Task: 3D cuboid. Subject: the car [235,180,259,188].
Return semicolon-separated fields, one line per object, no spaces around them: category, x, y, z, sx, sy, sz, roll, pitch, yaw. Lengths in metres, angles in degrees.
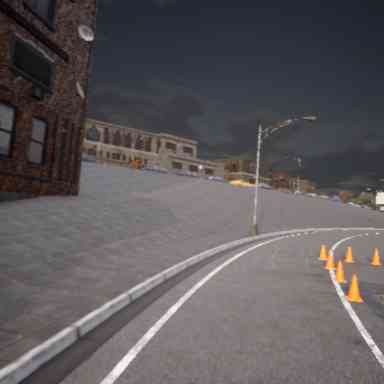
car;8.578;-1.219;57.165;5.008;1.535;2.097;7;-5;-36

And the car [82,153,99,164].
car;-13.948;-4.064;41.552;4.553;1.767;2.185;7;-5;-34

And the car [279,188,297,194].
car;17.356;-0.027;64.102;4.792;1.488;2.163;8;-6;-39

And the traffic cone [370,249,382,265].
traffic cone;7.379;2.587;13.309;0.340;0.580;0.340;3;-1;15

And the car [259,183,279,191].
car;12.939;-0.774;60.529;4.553;1.767;2.185;7;-5;-37

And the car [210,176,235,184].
car;4.132;-1.750;53.888;4.674;1.452;2.002;7;-5;-35

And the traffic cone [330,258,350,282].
traffic cone;4.426;2.364;9.959;0.340;0.580;0.340;3;-1;15

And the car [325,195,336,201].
car;29.741;1.565;75.003;4.553;1.767;2.185;8;-6;-42

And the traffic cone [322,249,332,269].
traffic cone;4.939;2.430;11.891;0.340;0.580;0.340;3;-1;15

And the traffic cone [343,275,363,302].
traffic cone;3.913;2.301;8.027;0.340;0.580;0.340;3;-1;15

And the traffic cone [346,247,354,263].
traffic cone;6.412;2.544;13.564;0.340;0.580;0.340;3;-1;16

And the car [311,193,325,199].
car;25.608;1.083;71.199;4.892;1.521;2.231;8;-6;-41

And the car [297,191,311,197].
car;21.556;0.556;67.636;4.674;1.452;2.002;8;-6;-40

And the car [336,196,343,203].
car;33.783;2.067;78.862;5.566;2.045;2.435;9;-6;-43

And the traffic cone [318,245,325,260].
traffic cone;5.451;2.500;13.819;0.340;0.580;0.340;3;-1;15

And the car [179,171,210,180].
car;-0.377;-2.353;50.712;4.892;1.521;2.231;7;-5;-34

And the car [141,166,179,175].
car;-4.927;-2.893;47.633;4.892;1.521;2.231;7;-5;-34
